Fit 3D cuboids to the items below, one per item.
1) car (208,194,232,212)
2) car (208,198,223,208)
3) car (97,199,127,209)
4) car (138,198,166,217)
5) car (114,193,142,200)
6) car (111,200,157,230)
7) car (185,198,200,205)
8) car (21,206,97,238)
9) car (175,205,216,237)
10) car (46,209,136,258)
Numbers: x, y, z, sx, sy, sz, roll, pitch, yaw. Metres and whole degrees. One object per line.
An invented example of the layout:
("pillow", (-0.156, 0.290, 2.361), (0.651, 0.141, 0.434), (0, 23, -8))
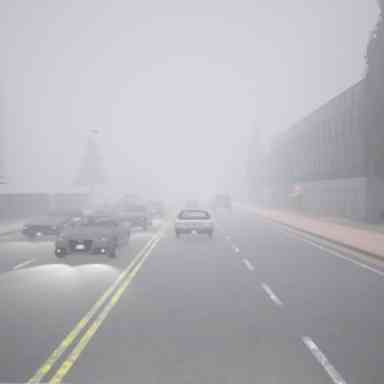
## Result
("car", (3.508, 1.244, 40.002), (2.150, 2.045, 5.566), (0, 0, 0))
("car", (3.511, 1.593, 50.728), (1.994, 1.385, 4.181), (0, 0, 0))
("car", (-7.011, 1.581, 28.027), (1.994, 1.385, 4.181), (0, 0, 1))
("car", (-3.494, 1.510, 31.577), (2.128, 1.511, 4.902), (0, 0, 0))
("car", (-6.992, 1.244, 38.519), (2.150, 2.045, 5.566), (0, 0, 0))
("car", (-3.576, 1.518, 21.380), (1.837, 1.490, 4.892), (0, 0, -1))
("car", (0.035, 1.550, 43.243), (1.812, 1.442, 4.674), (0, 0, 1))
("car", (-7.079, 1.558, 18.050), (2.033, 1.411, 5.357), (0, 0, 0))
("car", (0.104, 1.611, 18.038), (1.895, 1.301, 4.718), (0, 0, 0))
("car", (-3.584, 1.572, 12.662), (1.994, 1.385, 4.181), (0, 0, 0))
